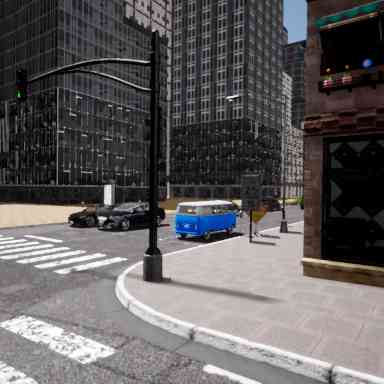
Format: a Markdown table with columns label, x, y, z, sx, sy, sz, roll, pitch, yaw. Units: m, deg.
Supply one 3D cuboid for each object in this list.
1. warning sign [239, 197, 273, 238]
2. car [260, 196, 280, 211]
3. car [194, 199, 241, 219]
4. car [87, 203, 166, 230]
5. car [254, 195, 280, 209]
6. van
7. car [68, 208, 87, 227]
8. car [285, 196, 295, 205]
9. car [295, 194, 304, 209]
| label | x | y | z | sx | sy | sz | roll | pitch | yaw |
| --- | --- | --- | --- | --- | --- | --- | --- | --- | --- |
| warning sign | 3.106 | 1.177 | 16.135 | 1.300 | 1.860 | 1.060 | 1 | 1 | 35 |
| car | 8.527 | 1.427 | 37.825 | 1.812 | 1.442 | 4.674 | 1 | 1 | 36 |
| car | 2.358 | 1.424 | 29.169 | 1.837 | 1.490 | 4.892 | 1 | 1 | 36 |
| car | -3.669 | 1.431 | 20.709 | 2.128 | 1.511 | 4.902 | 1 | 1 | 35 |
| car | 10.038 | 1.293 | 44.428 | 1.967 | 1.590 | 4.097 | 1 | 1 | 35 |
| van | 0.825 | 1.368 | 17.030 | 1.690 | 1.788 | 3.998 | 1 | 1 | 35 |
| car | -6.005 | 1.467 | 21.893 | 1.947 | 1.339 | 4.313 | 1 | 1 | 35 |
| car | 16.356 | 1.364 | 53.305 | 1.752 | 1.417 | 4.829 | 1 | 1 | 35 |
| car | 15.417 | 1.159 | 42.100 | 2.150 | 2.045 | 5.566 | 1 | 1 | 36 |
